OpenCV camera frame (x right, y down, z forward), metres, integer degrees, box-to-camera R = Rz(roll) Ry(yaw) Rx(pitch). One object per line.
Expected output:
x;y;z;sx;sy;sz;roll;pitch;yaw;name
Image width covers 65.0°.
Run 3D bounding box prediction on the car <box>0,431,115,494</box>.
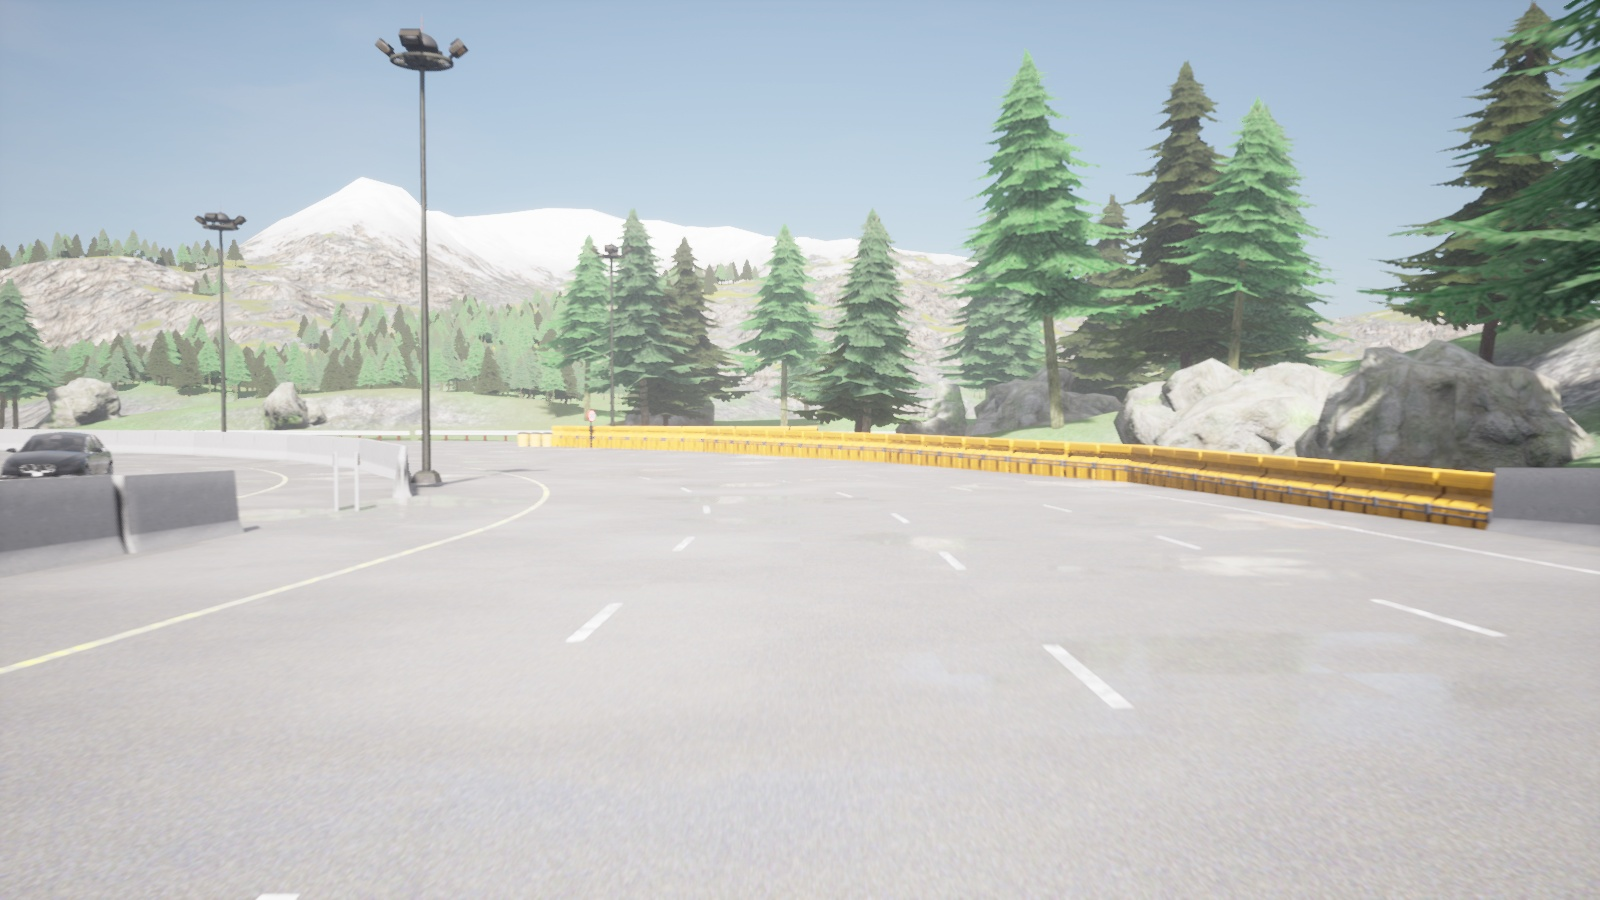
-19.406;0.269;32.777;1.837;1.490;4.892;0;1;-18;car
